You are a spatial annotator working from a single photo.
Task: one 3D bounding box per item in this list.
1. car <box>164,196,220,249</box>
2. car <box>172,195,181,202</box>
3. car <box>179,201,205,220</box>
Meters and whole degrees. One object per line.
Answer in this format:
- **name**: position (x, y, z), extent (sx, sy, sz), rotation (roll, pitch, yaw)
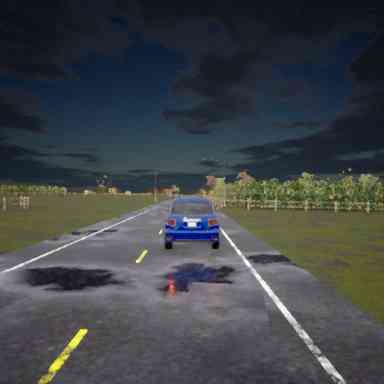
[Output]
- **car**: position (0.000, 1.261, 14.688), extent (2.150, 2.045, 5.566), rotation (0, 0, 0)
- **car**: position (-3.500, 1.517, 76.609), extent (1.994, 1.385, 4.181), rotation (0, 0, 0)
- **car**: position (0.000, 1.571, 29.658), extent (2.033, 1.411, 5.357), rotation (0, 0, 0)
